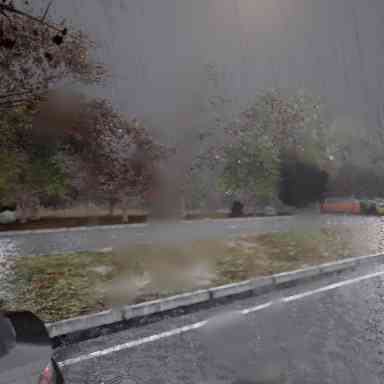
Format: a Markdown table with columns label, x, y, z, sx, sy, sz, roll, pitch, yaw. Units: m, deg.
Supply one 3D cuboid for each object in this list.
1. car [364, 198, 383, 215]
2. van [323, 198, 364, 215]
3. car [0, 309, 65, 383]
| label | x | y | z | sx | sy | sz | roll | pitch | yaw |
| --- | --- | --- | --- | --- | --- | --- | --- | --- | --- |
| car | 21.010 | 1.838 | 43.336 | 2.435 | 2.045 | 5.566 | 2 | -1 | -35 |
| van | 18.603 | 1.770 | 41.732 | 1.878 | 1.987 | 4.442 | 2 | -1 | -35 |
| car | -3.141 | 1.490 | 1.445 | 4.902 | 1.511 | 2.128 | 0 | 0 | -35 |
